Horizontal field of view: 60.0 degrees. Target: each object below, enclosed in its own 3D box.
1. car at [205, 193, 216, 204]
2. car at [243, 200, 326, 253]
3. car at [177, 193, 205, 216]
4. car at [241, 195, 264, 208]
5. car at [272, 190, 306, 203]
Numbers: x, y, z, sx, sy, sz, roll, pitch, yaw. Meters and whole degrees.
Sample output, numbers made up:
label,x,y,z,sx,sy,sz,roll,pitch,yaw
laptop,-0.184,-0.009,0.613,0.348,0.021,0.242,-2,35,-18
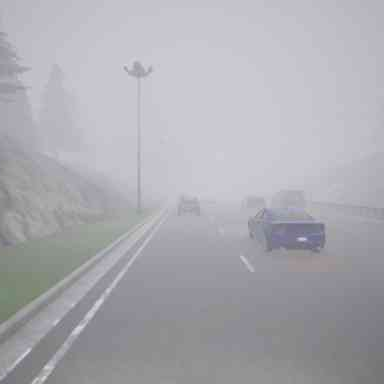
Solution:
label,x,y,z,sx,sy,sz,roll,pitch,yaw
car,2.434,0.933,49.009,1.812,1.442,4.674,0,1,-3
car,3.462,1.312,13.017,1.882,1.535,5.008,0,1,-1
car,-0.280,1.149,28.591,2.128,1.511,4.902,0,1,-1
car,6.520,1.065,35.490,1.837,1.490,4.892,0,1,-2
car,10.069,0.781,34.865,2.150,2.045,5.566,0,1,-2
